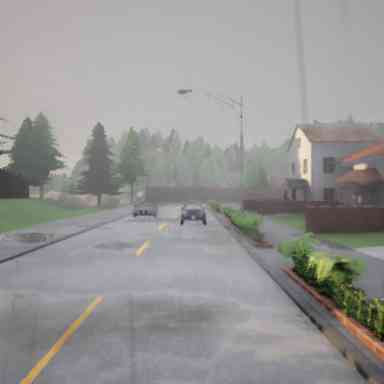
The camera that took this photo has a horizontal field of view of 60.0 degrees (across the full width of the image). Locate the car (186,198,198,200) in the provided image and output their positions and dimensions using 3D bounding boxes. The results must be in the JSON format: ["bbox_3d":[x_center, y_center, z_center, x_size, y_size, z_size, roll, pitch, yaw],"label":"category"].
[{"bbox_3d":[0.008,1.500,40.878,2.128,1.511,4.902,0,0,0],"label":"car"}]

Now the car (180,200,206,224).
[{"bbox_3d":[0.091,1.530,24.567,1.812,1.442,4.674,0,0,0],"label":"car"}]

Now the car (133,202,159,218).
[{"bbox_3d":[-4.088,1.570,30.038,1.994,1.385,4.181,0,0,0],"label":"car"}]
